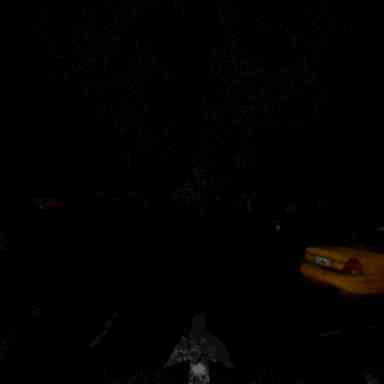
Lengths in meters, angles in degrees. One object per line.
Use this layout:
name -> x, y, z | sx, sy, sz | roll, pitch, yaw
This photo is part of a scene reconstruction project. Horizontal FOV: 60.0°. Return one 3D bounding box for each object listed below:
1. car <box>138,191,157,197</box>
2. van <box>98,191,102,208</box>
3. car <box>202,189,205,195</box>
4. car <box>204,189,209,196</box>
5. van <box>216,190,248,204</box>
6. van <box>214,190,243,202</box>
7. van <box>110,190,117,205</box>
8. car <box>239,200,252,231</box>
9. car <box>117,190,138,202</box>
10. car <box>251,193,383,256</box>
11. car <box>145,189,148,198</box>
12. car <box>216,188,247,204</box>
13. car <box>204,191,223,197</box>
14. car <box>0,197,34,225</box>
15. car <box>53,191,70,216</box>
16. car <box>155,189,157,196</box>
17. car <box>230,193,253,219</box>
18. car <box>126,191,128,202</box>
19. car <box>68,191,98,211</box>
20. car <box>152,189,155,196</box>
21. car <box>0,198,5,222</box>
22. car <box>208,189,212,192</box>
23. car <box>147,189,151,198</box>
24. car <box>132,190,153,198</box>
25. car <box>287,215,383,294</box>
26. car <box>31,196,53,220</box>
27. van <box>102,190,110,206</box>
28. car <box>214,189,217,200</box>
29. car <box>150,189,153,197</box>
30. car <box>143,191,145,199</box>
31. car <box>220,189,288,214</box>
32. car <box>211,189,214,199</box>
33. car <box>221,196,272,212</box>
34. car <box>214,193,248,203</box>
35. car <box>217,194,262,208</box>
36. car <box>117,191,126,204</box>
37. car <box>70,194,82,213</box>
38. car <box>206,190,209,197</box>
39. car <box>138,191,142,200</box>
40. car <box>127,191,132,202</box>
car -> -12.369, 0.529, 92.399 | 4.674, 1.452, 2.002 | -1, 1, -22
van -> -12.369, 0.883, 36.064 | 4.442, 1.987, 1.878 | -1, 0, -19
car -> 6.229, 0.359, 82.857 | 5.566, 2.045, 2.435 | 1, 1, -22
car -> 6.317, 0.646, 79.853 | 5.008, 1.535, 2.097 | 1, 1, -21
van -> 5.950, 0.767, 49.639 | 4.442, 1.987, 1.878 | 1, 1, -19
van -> 6.089, 0.699, 55.662 | 4.442, 1.987, 1.878 | 1, 1, -19
van -> -12.228, 0.817, 42.018 | 4.442, 1.987, 1.878 | -1, 0, -19
car -> 5.202, 1.365, 16.618 | 5.008, 1.535, 2.097 | 1, 1, -18
car -> -12.079, 0.662, 53.864 | 5.566, 2.045, 2.435 | -1, 1, -19
car -> 5.051, 1.170, 10.591 | 5.566, 2.045, 2.435 | 1, 0, -18
car -> -11.858, 0.782, 65.751 | 5.008, 1.535, 2.097 | -1, 1, -19
car -> 5.584, 0.945, 31.638 | 5.566, 2.045, 2.435 | 1, 1, -19
car -> 5.959, 0.545, 91.932 | 4.674, 1.452, 2.002 | 1, 1, -23
car -> -12.834, 1.309, 20.749 | 4.792, 1.488, 2.163 | -1, 0, -19
car -> -12.667, 1.083, 27.105 | 4.553, 1.767, 2.185 | -1, 1, -19
car -> -12.217, 0.587, 83.451 | 5.366, 1.575, 1.946 | -1, 1, -21
car -> 5.339, 1.172, 22.633 | 4.553, 1.767, 2.185 | 1, 0, -18
car -> -12.217, 1.009, 47.917 | 4.792, 1.488, 2.163 | -1, 1, -19
car -> -12.579, 0.892, 33.037 | 5.566, 2.045, 2.435 | -1, 1, -19
car -> -11.909, 0.651, 77.600 | 5.008, 1.535, 2.097 | -1, 1, -21
car -> -13.120, 1.317, 17.280 | 5.366, 1.575, 1.946 | -1, 1, -18
car -> 6.352, 0.661, 67.767 | 4.553, 1.767, 2.185 | 1, 0, -20
car -> -11.887, 0.747, 71.662 | 4.792, 1.488, 2.163 | -1, 1, -20
car -> -12.004, 0.494, 80.553 | 4.553, 1.767, 2.185 | -1, 0, -21
car -> 5.111, 1.440, 7.616 | 5.366, 1.575, 1.946 | 1, 0, -18
car -> -12.804, 1.117, 24.117 | 4.553, 1.767, 2.185 | -1, 0, -19
van -> -12.299, 0.850, 39.040 | 4.442, 1.987, 1.878 | -1, 0, -19
car -> 5.784, 0.878, 37.676 | 5.566, 2.045, 2.435 | 1, 0, -19
car -> -11.849, 0.713, 74.656 | 4.792, 1.488, 2.163 | -1, 0, -20
car -> -11.867, 0.689, 62.793 | 4.553, 1.767, 2.185 | -1, 1, -19
car -> 5.430, 1.012, 25.626 | 5.566, 2.045, 2.435 | 1, 1, -19
car -> 5.934, 0.810, 43.682 | 5.566, 2.045, 2.435 | 1, 0, -19
car -> 5.652, 1.192, 34.648 | 4.792, 1.488, 2.163 | 1, 1, -19
car -> 6.154, 0.990, 52.707 | 4.792, 1.488, 2.163 | 1, 0, -19
car -> 5.834, 1.095, 40.668 | 5.008, 1.535, 2.097 | 1, 1, -19
car -> -12.086, 1.006, 45.016 | 5.366, 1.575, 1.946 | -1, 0, -19
car -> -12.625, 1.216, 30.079 | 4.674, 1.452, 2.002 | -1, 0, -19
car -> 6.373, 0.716, 73.816 | 5.008, 1.535, 2.097 | 1, 0, -21
car -> -11.815, 0.875, 56.914 | 5.366, 1.575, 1.946 | -1, 0, -19
car -> -12.093, 0.975, 50.918 | 4.792, 1.488, 2.163 | -1, 0, -19
